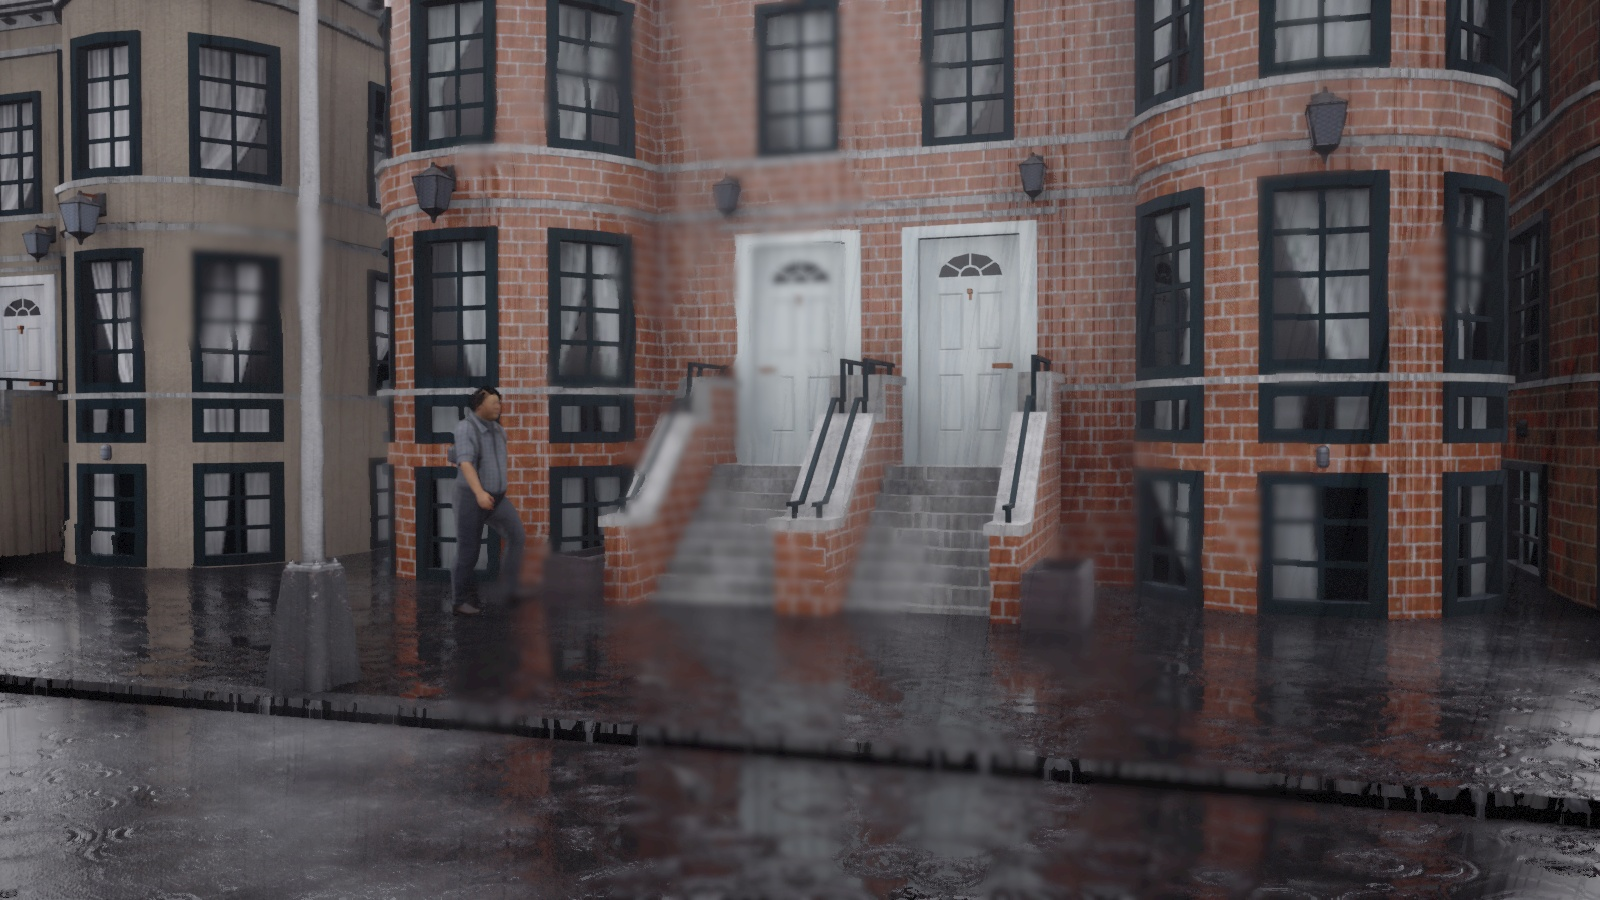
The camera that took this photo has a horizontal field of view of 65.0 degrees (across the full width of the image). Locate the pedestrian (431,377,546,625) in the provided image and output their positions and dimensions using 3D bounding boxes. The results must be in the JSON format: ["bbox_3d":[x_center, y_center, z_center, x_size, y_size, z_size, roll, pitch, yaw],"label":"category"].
[{"bbox_3d":[-2.422,0.371,9.764,0.694,1.848,0.540,1,1,33],"label":"pedestrian"}]
